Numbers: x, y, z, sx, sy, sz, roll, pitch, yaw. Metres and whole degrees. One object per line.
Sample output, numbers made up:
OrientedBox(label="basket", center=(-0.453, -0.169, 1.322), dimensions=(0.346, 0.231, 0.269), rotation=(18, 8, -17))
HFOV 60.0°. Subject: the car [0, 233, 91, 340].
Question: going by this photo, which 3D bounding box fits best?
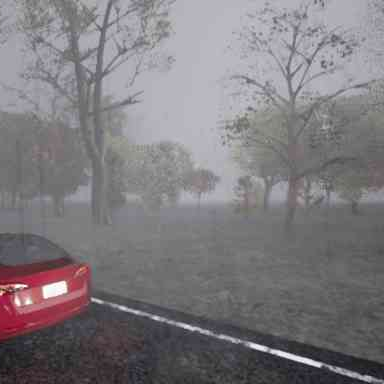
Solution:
OrientedBox(label="car", center=(-3.973, 1.549, 6.394), dimensions=(4.792, 1.488, 2.163), rotation=(-1, 0, 36))
